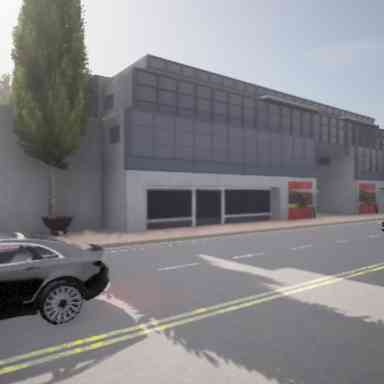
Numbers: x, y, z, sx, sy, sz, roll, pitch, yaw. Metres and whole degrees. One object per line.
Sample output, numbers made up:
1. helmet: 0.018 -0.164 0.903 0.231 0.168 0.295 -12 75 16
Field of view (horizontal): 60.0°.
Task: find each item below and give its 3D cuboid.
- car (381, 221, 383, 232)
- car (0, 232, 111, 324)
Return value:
1. car: 11.254 1.598 16.261 4.718 1.301 1.895 0 0 -35
2. car: -3.836 1.489 5.545 4.902 1.511 2.128 0 0 -35
